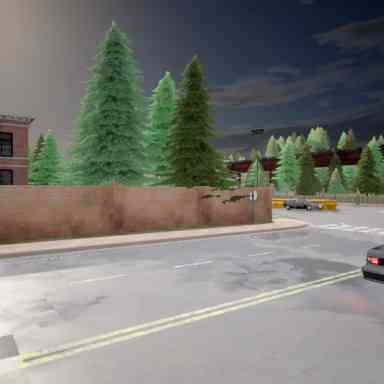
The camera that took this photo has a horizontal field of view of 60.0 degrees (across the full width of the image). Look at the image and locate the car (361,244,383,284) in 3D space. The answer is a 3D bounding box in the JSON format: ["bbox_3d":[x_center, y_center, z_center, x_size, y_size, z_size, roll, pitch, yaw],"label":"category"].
[{"bbox_3d":[6.347,1.547,8.253,5.357,1.411,2.033,0,0,-35],"label":"car"}]

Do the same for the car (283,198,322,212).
[{"bbox_3d":[13.198,1.492,39.832,2.128,1.511,4.902,0,0,-35],"label":"car"}]
